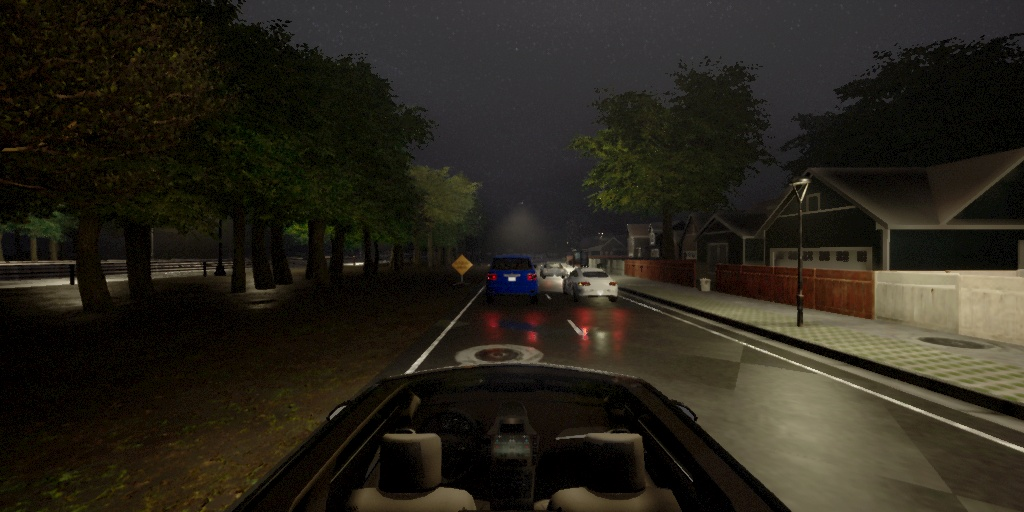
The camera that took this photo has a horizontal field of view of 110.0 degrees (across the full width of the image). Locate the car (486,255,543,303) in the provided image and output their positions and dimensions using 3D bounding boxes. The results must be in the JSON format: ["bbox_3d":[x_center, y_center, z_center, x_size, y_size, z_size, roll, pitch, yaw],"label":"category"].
[{"bbox_3d":[0.000,0.974,16.529,2.150,2.045,5.566,0,0,0],"label":"car"}]

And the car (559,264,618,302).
[{"bbox_3d":[3.500,1.249,16.499,1.812,1.442,4.674,0,0,0],"label":"car"}]

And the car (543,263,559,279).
[{"bbox_3d":[3.500,1.271,31.529,1.895,1.301,4.718,0,0,0],"label":"car"}]

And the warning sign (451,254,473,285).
[{"bbox_3d":[-3.050,0.813,21.872,1.300,1.860,1.060,0,0,0],"label":"warning sign"}]
